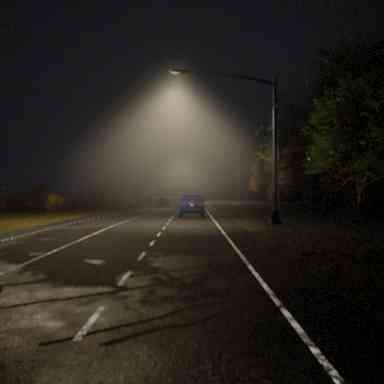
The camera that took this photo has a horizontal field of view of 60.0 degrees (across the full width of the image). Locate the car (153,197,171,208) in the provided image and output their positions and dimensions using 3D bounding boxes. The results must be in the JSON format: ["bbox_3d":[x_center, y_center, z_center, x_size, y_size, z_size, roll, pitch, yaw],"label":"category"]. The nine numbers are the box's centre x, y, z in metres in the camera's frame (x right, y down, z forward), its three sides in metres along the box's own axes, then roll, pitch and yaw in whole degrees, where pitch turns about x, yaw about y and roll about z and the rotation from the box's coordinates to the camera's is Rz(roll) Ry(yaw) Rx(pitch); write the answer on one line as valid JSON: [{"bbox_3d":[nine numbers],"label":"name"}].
[{"bbox_3d":[-4.271,1.507,48.170,1.837,1.490,4.892,1,0,7],"label":"car"}]

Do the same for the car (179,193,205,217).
[{"bbox_3d":[-0.012,1.226,31.087,2.150,2.045,5.566,0,0,0],"label":"car"}]
